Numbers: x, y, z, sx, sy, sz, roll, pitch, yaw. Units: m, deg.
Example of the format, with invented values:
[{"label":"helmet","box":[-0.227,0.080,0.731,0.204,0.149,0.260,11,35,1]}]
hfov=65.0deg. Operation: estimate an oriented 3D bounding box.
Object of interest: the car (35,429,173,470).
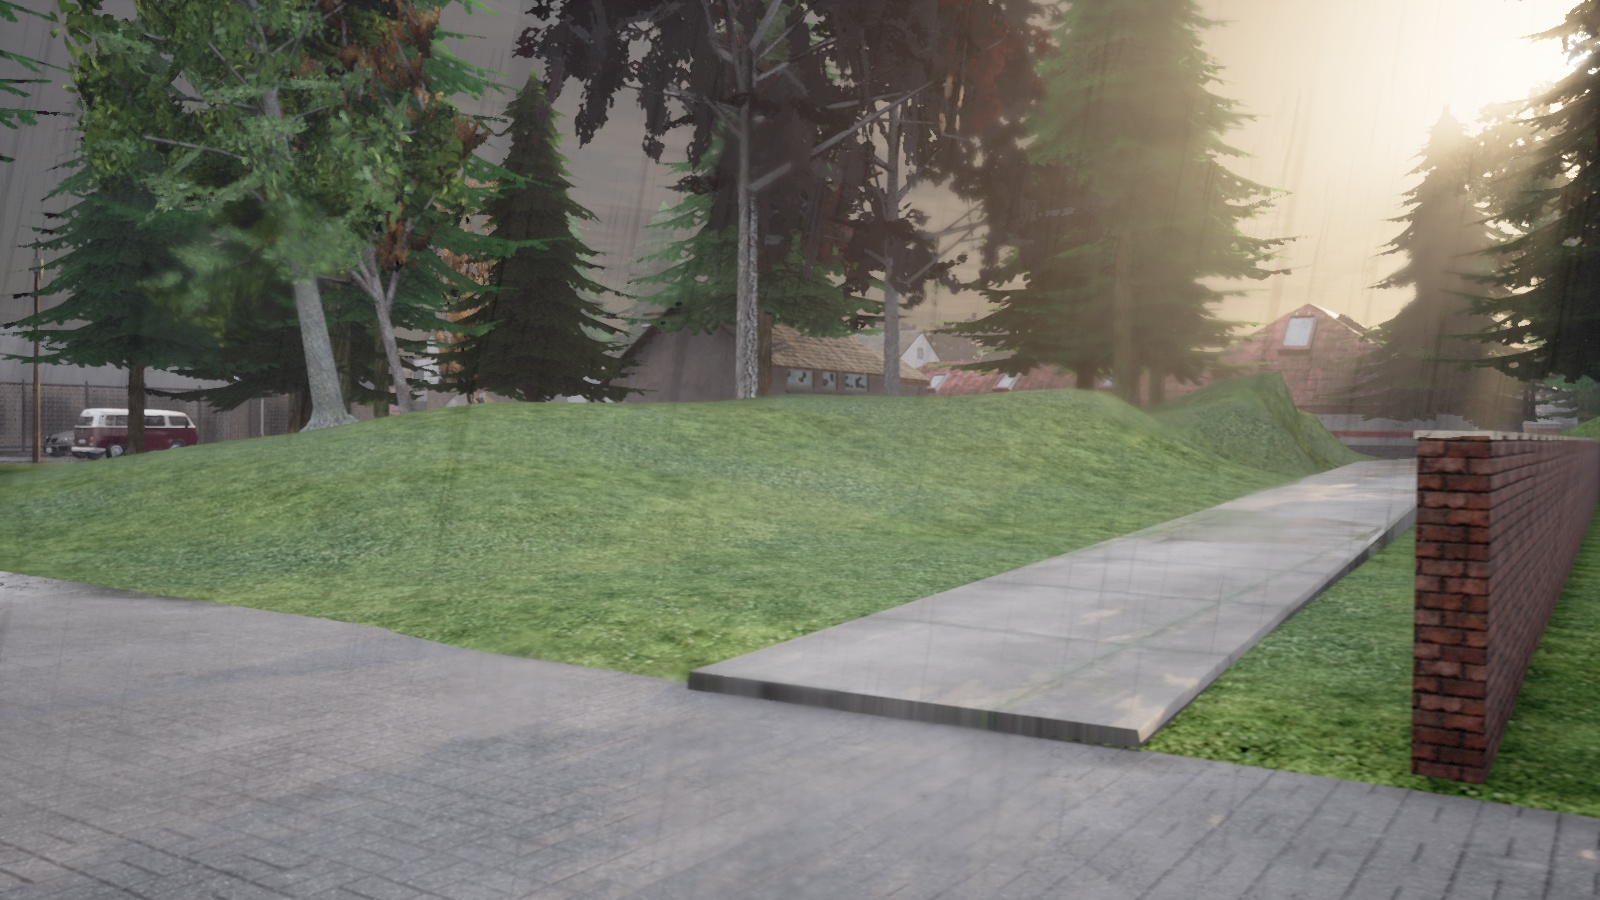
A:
[{"label":"car","box":[-29.501,-0.064,53.349,2.242,1.667,4.611,0,1,33]}]

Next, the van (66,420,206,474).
[{"label":"van","box":[-26.609,-0.155,50.470,2.069,2.038,4.480,0,2,34]}]
